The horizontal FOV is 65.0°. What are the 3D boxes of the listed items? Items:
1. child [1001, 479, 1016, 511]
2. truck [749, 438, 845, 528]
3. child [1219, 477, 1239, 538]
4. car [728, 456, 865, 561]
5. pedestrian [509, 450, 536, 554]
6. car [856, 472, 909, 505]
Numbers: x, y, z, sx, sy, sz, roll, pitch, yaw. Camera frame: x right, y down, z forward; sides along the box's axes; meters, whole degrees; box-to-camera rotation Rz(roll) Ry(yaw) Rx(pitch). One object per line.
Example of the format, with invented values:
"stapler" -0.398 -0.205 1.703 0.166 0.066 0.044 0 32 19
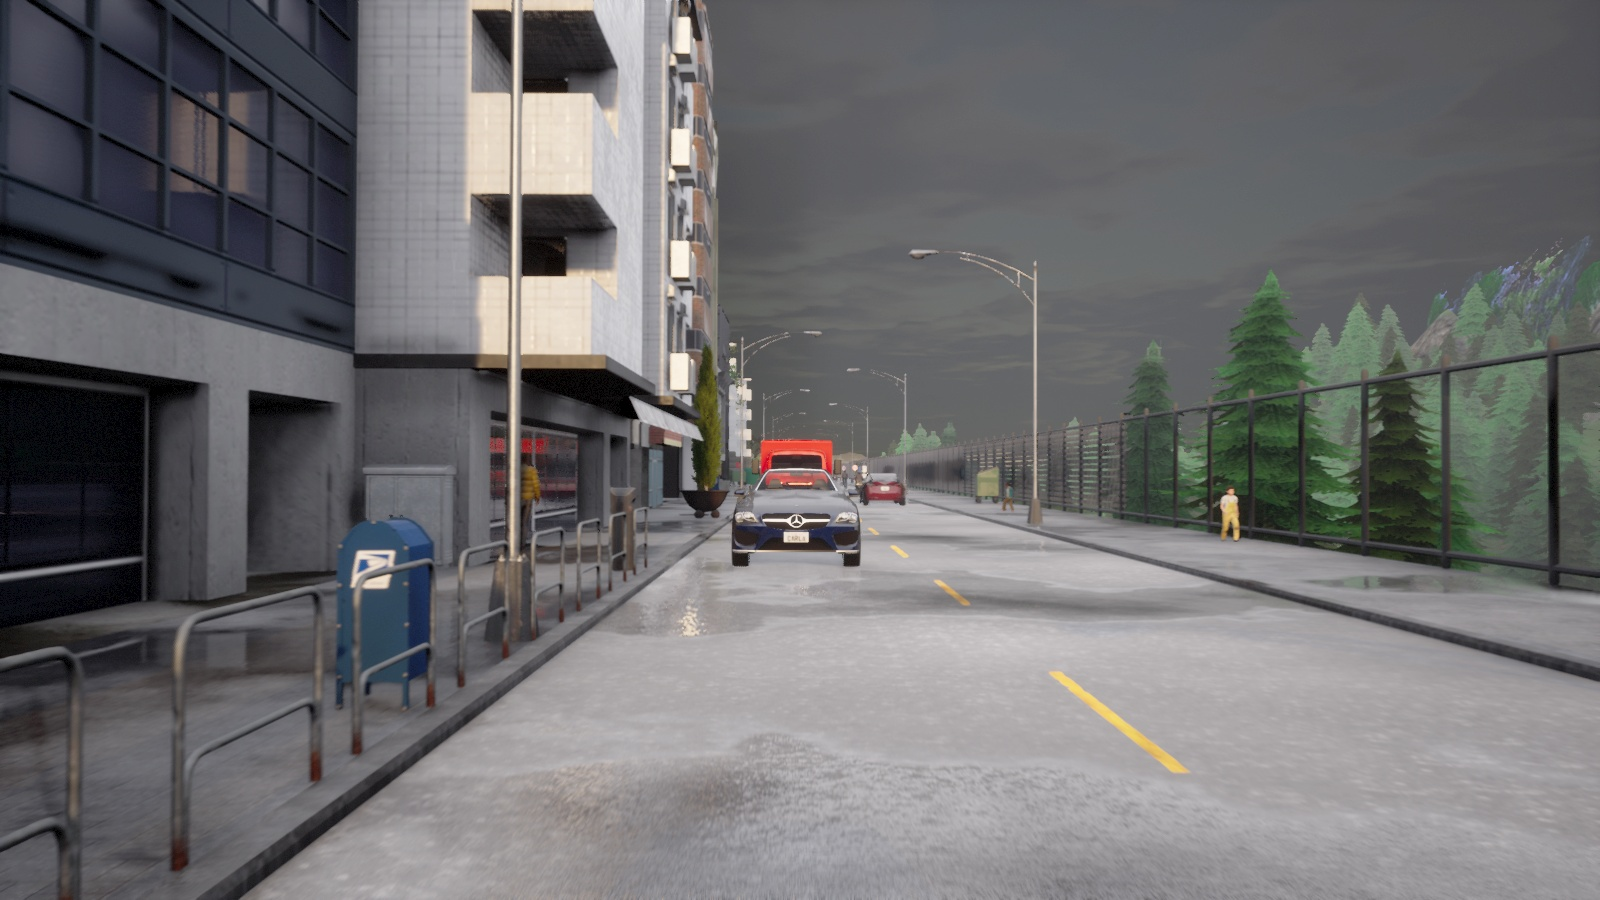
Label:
"child" 7.657 1.646 46.134 0.343 1.192 0.448 0 -1 -37
"truck" -0.097 0.948 37.044 2.627 2.467 5.204 0 -1 0
"child" 9.084 1.213 26.591 0.270 1.263 0.437 0 -1 0
"car" -0.058 0.967 22.301 2.152 1.651 5.027 0 -1 0
"pedestrian" -4.959 0.920 22.437 0.370 1.835 0.726 0 -1 -21
"car" 3.847 1.790 59.189 2.163 1.488 4.792 0 -1 0
